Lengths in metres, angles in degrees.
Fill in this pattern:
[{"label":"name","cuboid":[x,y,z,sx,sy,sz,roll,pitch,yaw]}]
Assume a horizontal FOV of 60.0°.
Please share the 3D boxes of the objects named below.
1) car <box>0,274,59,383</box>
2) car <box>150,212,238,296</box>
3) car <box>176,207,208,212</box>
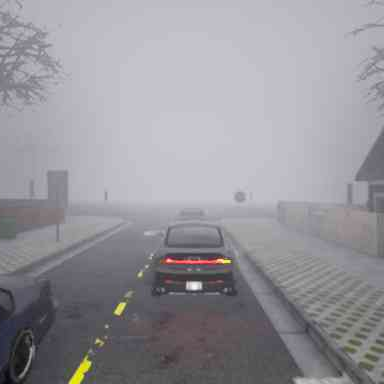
[{"label":"car","cuboid":[-2.851,1.545,2.555,2.033,1.411,5.357,0,0,0]},{"label":"car","cuboid":[0.055,1.500,8.613,1.837,1.490,4.892,0,0,0]},{"label":"car","cuboid":[0.006,1.557,18.757,1.994,1.385,4.181,0,0,0]}]
